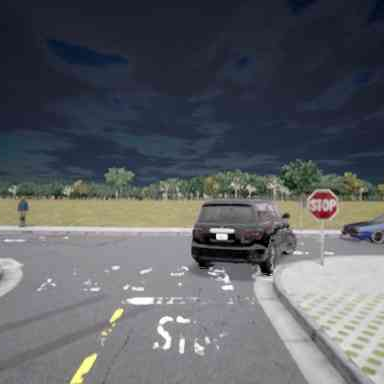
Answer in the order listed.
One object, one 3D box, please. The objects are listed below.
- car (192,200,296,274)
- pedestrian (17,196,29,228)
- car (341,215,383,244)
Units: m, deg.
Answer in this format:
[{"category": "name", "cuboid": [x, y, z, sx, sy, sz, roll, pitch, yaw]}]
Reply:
[{"category": "car", "cuboid": [1.888, 1.270, 10.996, 2.150, 2.045, 5.566, -1, -1, 25]}, {"category": "pedestrian", "cuboid": [-9.706, 1.113, 19.073, 0.375, 1.860, 0.375, 0, -1, 0]}, {"category": "car", "cuboid": [10.280, 1.742, 16.293, 5.357, 1.411, 2.033, 1, -1, 0]}]
